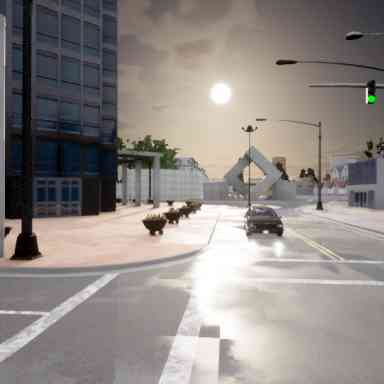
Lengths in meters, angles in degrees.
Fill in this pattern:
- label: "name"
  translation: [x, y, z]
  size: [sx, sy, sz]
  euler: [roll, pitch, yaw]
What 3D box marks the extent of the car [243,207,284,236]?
- label: "car"
  translation: [3.848, 1.535, 18.552]
  size: [2.033, 1.411, 5.357]
  euler: [0, 0, 7]
